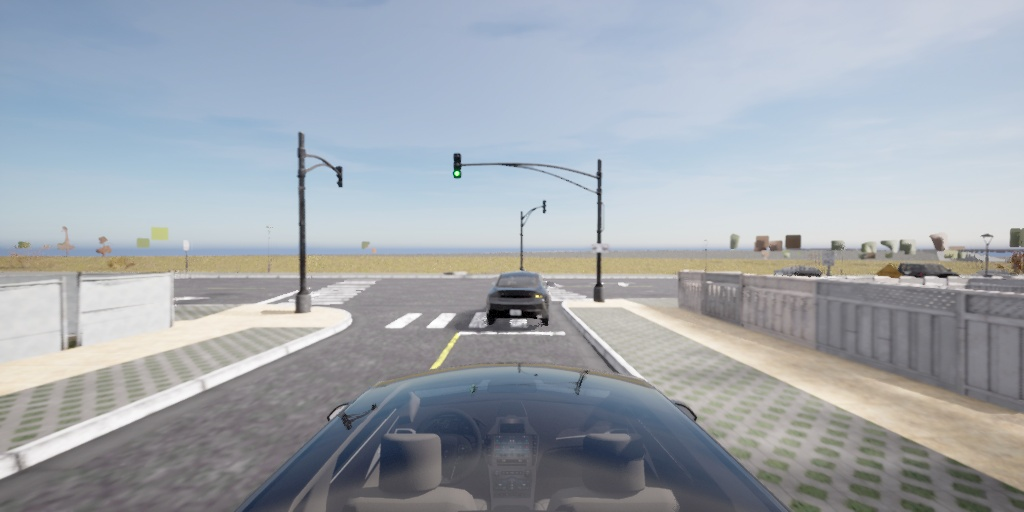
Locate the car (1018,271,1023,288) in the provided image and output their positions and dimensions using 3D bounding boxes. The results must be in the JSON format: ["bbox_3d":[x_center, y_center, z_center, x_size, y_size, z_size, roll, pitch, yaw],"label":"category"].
[{"bbox_3d":[48.443,2.165,32.143,4.902,1.511,2.128,1,1,-17],"label":"car"}]

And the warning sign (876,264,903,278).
[{"bbox_3d":[22.940,1.408,21.850,1.060,1.860,1.300,0,0,-15],"label":"warning sign"}]

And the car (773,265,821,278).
[{"bbox_3d":[29.189,1.699,36.754,4.902,1.511,2.128,1,1,-16],"label":"car"}]

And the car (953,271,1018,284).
[{"bbox_3d":[39.171,2.120,29.341,4.718,1.301,1.895,1,1,-16],"label":"car"}]

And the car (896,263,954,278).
[{"bbox_3d":[37.152,1.662,32.138,5.566,2.045,2.150,1,1,-16],"label":"car"}]

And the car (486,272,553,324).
[{"bbox_3d":[0.329,1.270,12.051,1.837,1.490,4.892,0,0,5],"label":"car"}]
